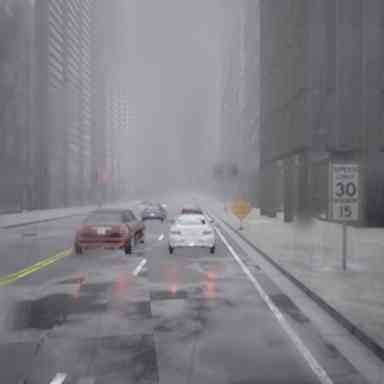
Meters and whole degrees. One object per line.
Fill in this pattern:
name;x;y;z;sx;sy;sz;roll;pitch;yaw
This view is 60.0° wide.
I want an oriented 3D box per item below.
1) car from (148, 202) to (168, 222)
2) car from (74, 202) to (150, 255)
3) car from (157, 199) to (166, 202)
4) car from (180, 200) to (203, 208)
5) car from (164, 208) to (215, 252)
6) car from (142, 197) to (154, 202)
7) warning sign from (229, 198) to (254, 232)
car;-3.262;1.839;29.314;1.994;1.385;4.181;0;0;0
car;-3.255;1.482;14.074;2.097;1.767;4.553;0;-1;0
car;-6.542;2.187;71.751;2.033;1.411;5.357;0;0;0
car;-0.009;1.754;29.485;1.882;1.535;5.008;0;0;0
car;-0.002;1.661;14.372;1.812;1.442;4.674;0;0;0
car;-9.792;2.171;71.750;1.812;1.442;4.674;0;0;0
warning sign;2.851;1.297;19.277;1.300;1.860;1.060;1;0;0
